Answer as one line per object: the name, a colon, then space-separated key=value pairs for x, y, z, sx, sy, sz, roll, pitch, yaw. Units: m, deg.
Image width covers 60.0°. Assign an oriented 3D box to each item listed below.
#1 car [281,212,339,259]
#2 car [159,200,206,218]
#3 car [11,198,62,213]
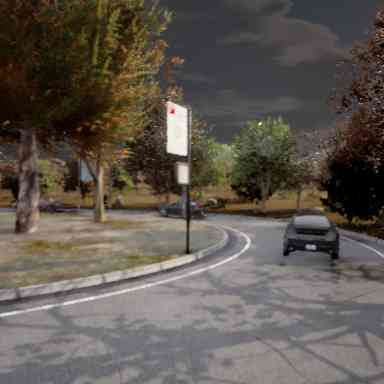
car: x=4.642 y=1.573 z=13.204 sx=1.837 sy=1.490 sz=4.892 roll=1 pitch=0 yaw=18
car: x=-0.948 y=1.527 z=30.498 sx=4.892 sy=1.490 sz=1.837 roll=1 pitch=0 yaw=41
car: x=-15.547 y=1.293 z=33.461 sx=4.674 sy=1.442 sz=1.812 roll=2 pitch=-1 yaw=-13
